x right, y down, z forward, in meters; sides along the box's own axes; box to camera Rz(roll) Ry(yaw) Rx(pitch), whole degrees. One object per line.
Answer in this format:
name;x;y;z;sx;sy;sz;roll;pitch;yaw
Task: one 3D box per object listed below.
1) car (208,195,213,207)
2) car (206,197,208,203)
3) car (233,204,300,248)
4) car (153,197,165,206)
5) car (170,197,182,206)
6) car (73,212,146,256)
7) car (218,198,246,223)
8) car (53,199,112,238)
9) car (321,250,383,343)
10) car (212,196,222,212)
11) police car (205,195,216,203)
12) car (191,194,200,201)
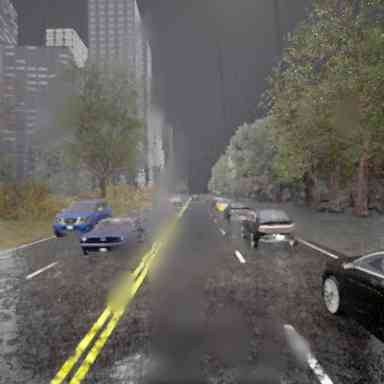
car;3.718;1.436;48.013;1.882;1.535;5.008;0;0;1
car;3.829;1.449;59.019;1.837;1.490;4.892;0;0;1
car;3.350;1.514;14.995;2.128;1.511;4.902;-3;0;1
car;-5.958;1.735;60.862;2.128;1.511;4.902;-1;0;1
car;-2.750;1.595;56.856;1.812;1.442;4.674;-1;-4;1
car;-3.229;1.806;14.358;1.895;1.301;4.718;-1;0;0
car;3.465;1.514;25.999;2.128;1.511;4.902;-2;0;1
car;-6.437;1.505;20.326;2.150;2.045;5.566;-1;0;1
car;3.411;1.485;4.572;2.128;1.511;4.902;0;0;0
car;3.605;1.426;37.197;1.801;1.575;5.366;0;0;1
police car;3.915;1.476;70.028;2.038;1.542;4.974;-2;0;1
car;0.763;1.441;79.761;1.812;1.442;4.674;-1;0;1
